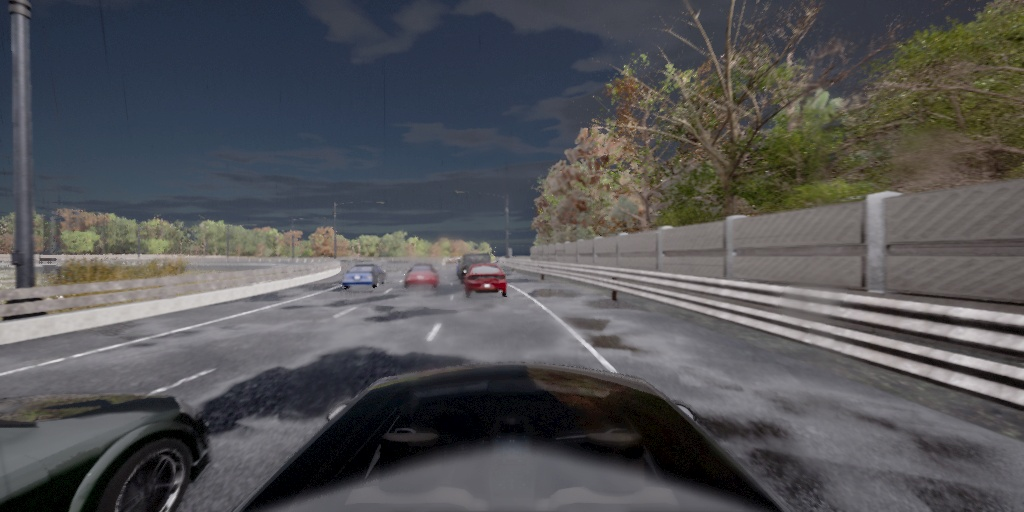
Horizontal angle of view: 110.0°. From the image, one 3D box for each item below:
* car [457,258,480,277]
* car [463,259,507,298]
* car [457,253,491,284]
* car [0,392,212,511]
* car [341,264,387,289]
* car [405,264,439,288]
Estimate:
[{"bbox_3d":[-4.158,1.004,33.820,1.882,1.535,5.008,-1,1,-10],"label":"car"},{"bbox_3d":[-1.378,1.108,17.890,1.882,1.535,5.008,-1,0,-7],"label":"car"},{"bbox_3d":[-2.585,0.803,25.237,2.150,2.045,5.566,-1,0,-11],"label":"car"},{"bbox_3d":[-3.543,1.351,1.289,1.994,1.385,4.181,0,0,0],"label":"car"},{"bbox_3d":[-9.025,1.215,22.236,2.033,1.411,5.357,-1,0,-11],"label":"car"},{"bbox_3d":[-5.664,1.195,22.842,1.994,1.385,4.181,-1,0,-11],"label":"car"}]
